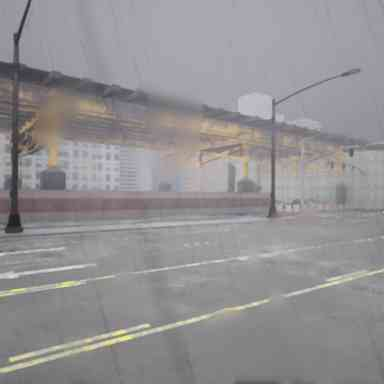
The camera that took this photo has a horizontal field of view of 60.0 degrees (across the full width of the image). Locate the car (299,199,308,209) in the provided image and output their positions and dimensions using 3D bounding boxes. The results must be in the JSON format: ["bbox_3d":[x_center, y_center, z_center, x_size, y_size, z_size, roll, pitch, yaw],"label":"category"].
[{"bbox_3d":[15.788,1.848,49.726,2.038,1.542,4.974,0,0,18],"label":"car"}]

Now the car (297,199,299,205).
[{"bbox_3d":[12.042,1.805,47.043,4.974,1.542,2.038,0,0,8],"label":"car"}]

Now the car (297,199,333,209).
[{"bbox_3d":[19.700,1.899,53.484,4.974,1.542,2.038,0,0,-7],"label":"car"}]

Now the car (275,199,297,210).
[{"bbox_3d":[11.992,1.647,47.051,4.536,1.218,1.853,0,0,8],"label":"car"}]

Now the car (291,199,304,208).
[{"bbox_3d":[15.805,1.691,49.777,1.853,1.218,4.536,0,0,18],"label":"car"}]

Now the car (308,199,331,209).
[{"bbox_3d":[19.650,1.742,53.479,4.536,1.218,1.853,0,0,-7],"label":"car"}]
